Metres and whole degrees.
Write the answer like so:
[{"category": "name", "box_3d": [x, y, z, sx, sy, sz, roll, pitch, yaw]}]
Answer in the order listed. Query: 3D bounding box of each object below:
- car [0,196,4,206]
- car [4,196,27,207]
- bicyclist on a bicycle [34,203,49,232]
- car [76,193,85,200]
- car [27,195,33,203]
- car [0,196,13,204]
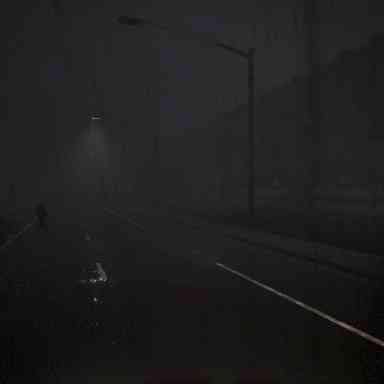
[{"category": "car", "box_3d": [-31.104, 1.354, 51.420, 2.097, 1.767, 4.553, 0, 0, -20]}, {"category": "car", "box_3d": [-27.663, 1.505, 52.194, 1.837, 1.490, 4.892, 0, 0, -20]}, {"category": "bicyclist on a bicycle", "box_3d": [-8.479, 1.455, 18.744, 1.656, 1.620, 0.582, -3, -2, 39]}, {"category": "car", "box_3d": [-27.525, 1.219, 82.558, 1.812, 1.442, 4.674, 0, 1, -20]}, {"category": "car", "box_3d": [-32.518, 1.445, 65.671, 2.128, 1.511, 4.902, 0, 0, -20]}, {"category": "car", "box_3d": [-35.385, 1.457, 63.324, 1.812, 1.442, 4.674, 0, 0, -20]}]
